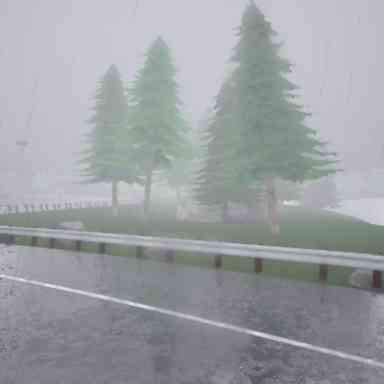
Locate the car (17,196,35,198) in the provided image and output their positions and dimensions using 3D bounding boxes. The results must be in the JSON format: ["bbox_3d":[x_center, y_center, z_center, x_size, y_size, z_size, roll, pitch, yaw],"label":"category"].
[{"bbox_3d":[-36.779,1.547,75.462,1.812,1.442,4.674,0,0,5],"label":"car"}]

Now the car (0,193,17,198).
[{"bbox_3d":[-40.293,1.572,75.416,2.033,1.411,5.357,0,0,5],"label":"car"}]
